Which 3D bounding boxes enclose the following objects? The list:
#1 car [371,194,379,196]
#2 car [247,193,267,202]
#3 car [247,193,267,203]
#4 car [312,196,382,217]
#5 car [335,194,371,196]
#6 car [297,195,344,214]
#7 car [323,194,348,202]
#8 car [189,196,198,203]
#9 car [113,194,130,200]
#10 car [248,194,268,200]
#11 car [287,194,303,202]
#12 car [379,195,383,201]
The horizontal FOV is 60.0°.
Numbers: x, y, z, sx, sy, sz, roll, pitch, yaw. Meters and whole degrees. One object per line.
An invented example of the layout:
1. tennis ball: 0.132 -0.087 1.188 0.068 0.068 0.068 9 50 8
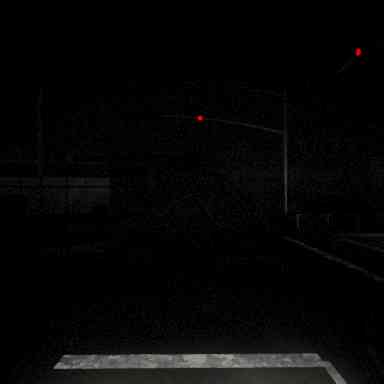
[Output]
1. car: 38.378 1.232 69.054 3.806 1.475 1.970 0 0 0
2. car: 13.450 1.077 68.978 3.866 1.878 1.905 0 0 0
3. car: 12.850 1.361 65.652 3.806 1.475 1.970 0 0 0
4. car: 13.080 1.339 28.258 4.514 1.523 2.007 0 0 0
5. car: 20.651 1.320 43.266 3.633 1.501 1.845 0 0 0
6. car: 13.017 1.330 31.395 5.027 1.636 2.152 0 0 0
7. car: 31.317 1.298 72.693 4.514 1.523 2.007 0 0 0
8. car: 0.273 1.547 69.680 2.033 1.411 5.357 0 0 0
9. car: -19.401 1.332 91.583 4.674 1.442 1.812 0 0 0
10. car: 18.134 1.333 91.607 4.902 1.511 2.128 0 0 0
11. car: 21.329 1.097 65.718 4.605 1.855 1.932 0 0 0
12. car: 38.723 1.153 62.638 5.027 1.636 2.152 0 0 0
